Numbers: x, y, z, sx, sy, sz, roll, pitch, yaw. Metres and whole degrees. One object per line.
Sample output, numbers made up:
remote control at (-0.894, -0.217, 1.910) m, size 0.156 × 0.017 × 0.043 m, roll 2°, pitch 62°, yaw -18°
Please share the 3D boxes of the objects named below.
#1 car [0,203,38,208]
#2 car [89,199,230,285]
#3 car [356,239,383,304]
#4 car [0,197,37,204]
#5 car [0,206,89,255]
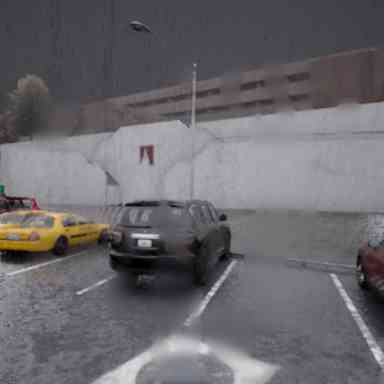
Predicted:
car at (-7.677, 1.490, 14.749) m, size 1.946 × 1.575 × 5.366 m, roll 0°, pitch -1°, yaw 16°
car at (-0.301, 1.232, 9.733) m, size 2.435 × 2.045 × 5.566 m, roll 0°, pitch -1°, yaw 16°
car at (4.571, 1.361, 6.186) m, size 2.185 × 1.767 × 4.553 m, roll 0°, pitch -1°, yaw 16°
car at (-10.072, 1.253, 16.648) m, size 2.435 × 2.045 × 5.566 m, roll 0°, pitch -1°, yaw 15°
car at (-5.142, 1.489, 13.367) m, size 1.946 × 1.575 × 5.366 m, roll 0°, pitch -1°, yaw 16°
